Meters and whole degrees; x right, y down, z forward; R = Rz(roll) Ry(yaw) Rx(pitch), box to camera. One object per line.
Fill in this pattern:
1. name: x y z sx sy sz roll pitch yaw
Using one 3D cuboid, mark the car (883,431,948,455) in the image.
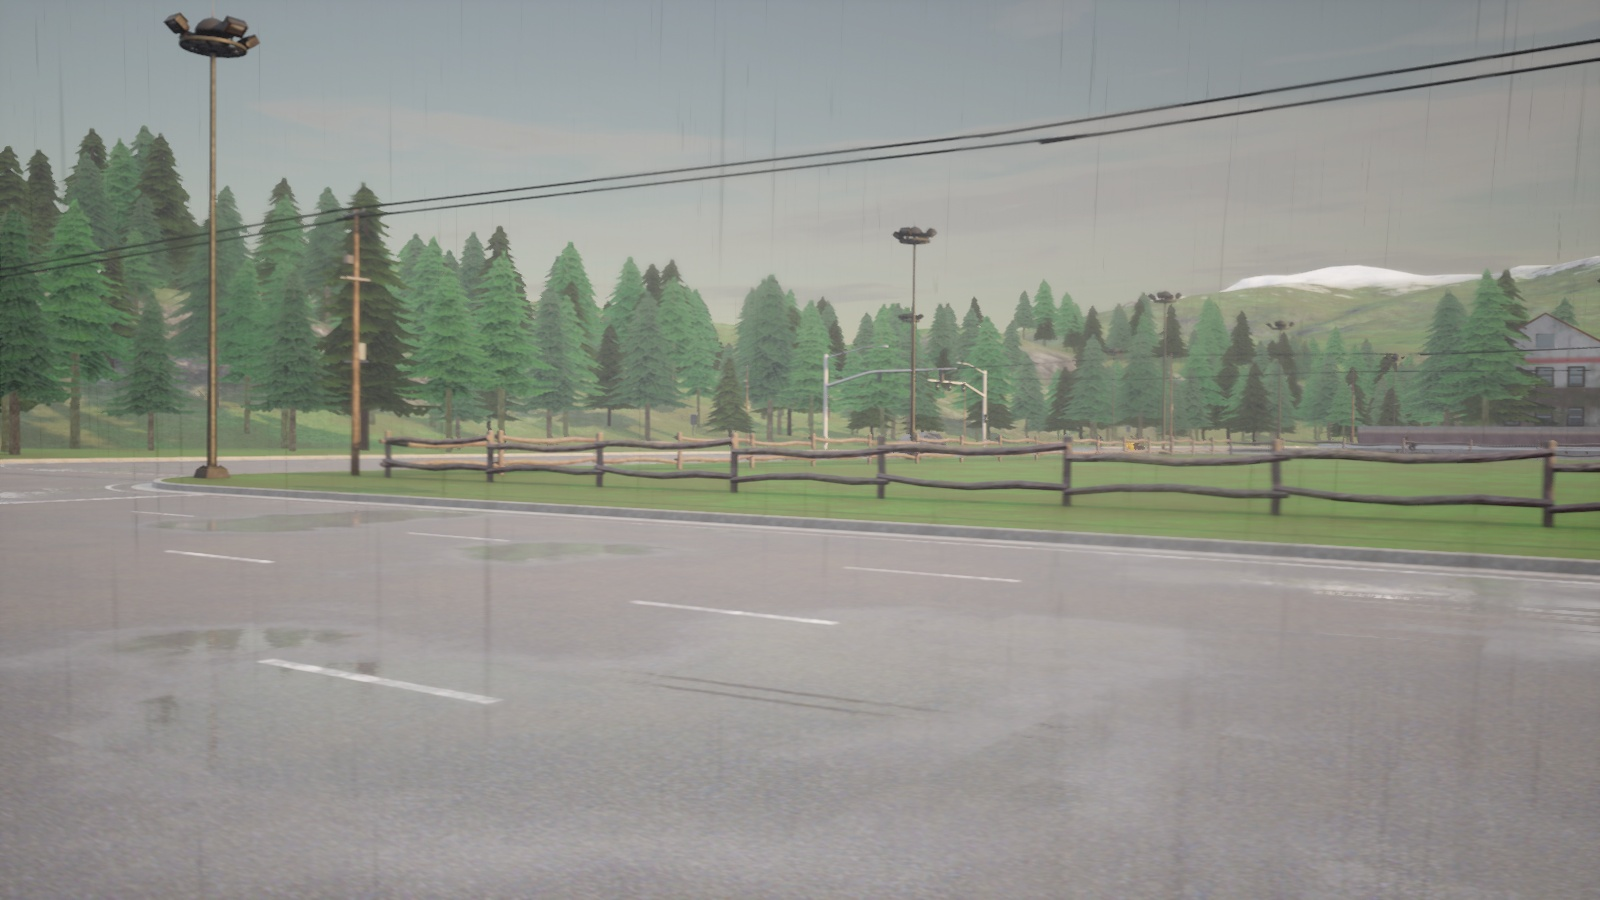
1. car: 7.617 -0.476 82.593 2.163 1.488 4.792 0 1 34
